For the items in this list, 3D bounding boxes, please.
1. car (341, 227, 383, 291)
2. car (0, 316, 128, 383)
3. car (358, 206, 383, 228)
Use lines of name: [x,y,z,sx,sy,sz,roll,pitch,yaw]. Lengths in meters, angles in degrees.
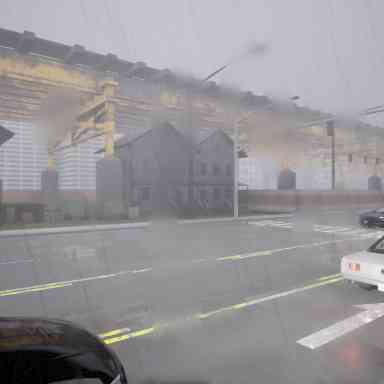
car: [5.616,1.601,7.776,4.718,1.301,1.895,0,0,-35]
car: [-2.739,1.492,1.793,4.902,1.511,2.128,0,0,-35]
car: [12.506,1.478,20.368,5.008,1.535,1.882,0,-1,-21]
